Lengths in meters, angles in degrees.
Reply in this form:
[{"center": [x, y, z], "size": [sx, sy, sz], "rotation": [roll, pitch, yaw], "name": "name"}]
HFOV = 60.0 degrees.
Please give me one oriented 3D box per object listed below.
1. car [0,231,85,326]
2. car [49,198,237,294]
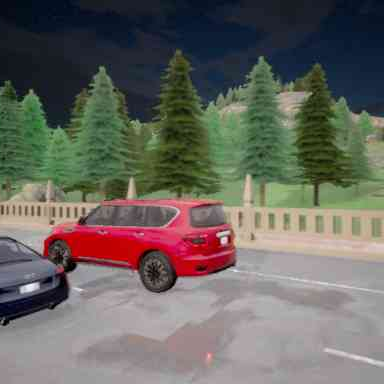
[{"center": [-4.387, 1.552, 6.531], "size": [4.181, 1.385, 1.994], "rotation": [0, 0, 31], "name": "car"}, {"center": [-1.550, 1.196, 8.954], "size": [5.566, 2.045, 2.150], "rotation": [0, 0, 32], "name": "car"}]
